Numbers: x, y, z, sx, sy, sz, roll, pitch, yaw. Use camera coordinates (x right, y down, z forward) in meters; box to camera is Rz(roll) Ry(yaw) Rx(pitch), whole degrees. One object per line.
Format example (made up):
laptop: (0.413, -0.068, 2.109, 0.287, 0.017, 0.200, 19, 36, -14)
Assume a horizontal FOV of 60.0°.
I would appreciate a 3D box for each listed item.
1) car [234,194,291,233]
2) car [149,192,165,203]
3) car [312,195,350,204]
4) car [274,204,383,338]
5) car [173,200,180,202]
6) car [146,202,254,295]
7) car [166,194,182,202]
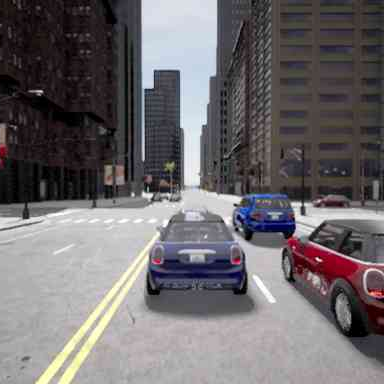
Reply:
car: (3.363, 1.125, 16.466, 2.150, 2.045, 5.566, 0, 0, -2)
car: (-6.502, 1.151, 60.983, 1.837, 1.490, 4.892, 0, 0, 1)
car: (16.706, 1.116, 40.200, 4.097, 1.590, 1.967, 0, 1, 0)
car: (3.349, 1.317, 6.714, 2.097, 1.767, 4.553, 0, 1, 0)
car: (0.105, 1.388, 17.656, 2.128, 1.511, 4.902, 0, 0, 0)
car: (0.101, 1.304, 8.716, 2.097, 1.767, 4.553, 0, 1, 0)
car: (-3.250, 1.173, 60.950, 1.812, 1.442, 4.674, 0, 0, 1)
